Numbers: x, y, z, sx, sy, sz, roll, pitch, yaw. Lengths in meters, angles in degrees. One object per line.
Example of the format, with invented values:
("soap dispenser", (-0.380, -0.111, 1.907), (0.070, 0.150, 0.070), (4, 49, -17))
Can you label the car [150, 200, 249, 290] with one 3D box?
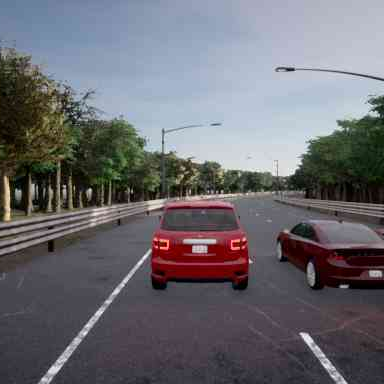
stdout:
("car", (0.207, 1.223, 9.237), (2.150, 2.045, 5.566), (0, 0, 1))

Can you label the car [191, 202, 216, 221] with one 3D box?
("car", (1.031, 1.569, 28.223), (1.994, 1.385, 4.181), (0, 0, 4))

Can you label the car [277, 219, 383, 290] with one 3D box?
("car", (3.713, 1.479, 9.113), (1.882, 1.535, 5.008), (0, 0, 1))
